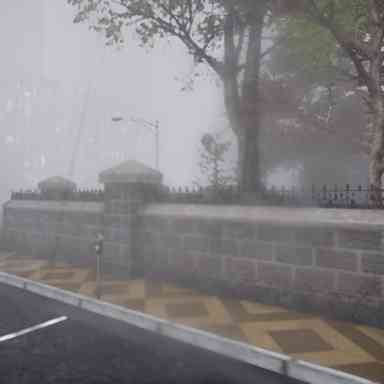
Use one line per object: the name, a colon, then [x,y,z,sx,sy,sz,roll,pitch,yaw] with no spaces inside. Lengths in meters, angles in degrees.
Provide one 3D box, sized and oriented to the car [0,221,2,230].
car: [-11.965,1.559,16.540,1.837,1.490,4.892,-3,-2,21]
